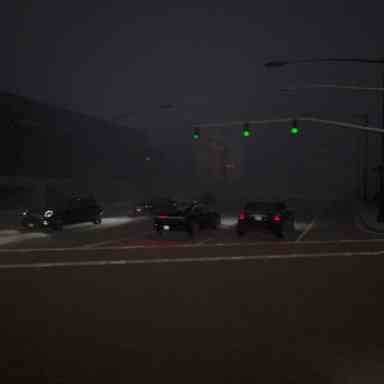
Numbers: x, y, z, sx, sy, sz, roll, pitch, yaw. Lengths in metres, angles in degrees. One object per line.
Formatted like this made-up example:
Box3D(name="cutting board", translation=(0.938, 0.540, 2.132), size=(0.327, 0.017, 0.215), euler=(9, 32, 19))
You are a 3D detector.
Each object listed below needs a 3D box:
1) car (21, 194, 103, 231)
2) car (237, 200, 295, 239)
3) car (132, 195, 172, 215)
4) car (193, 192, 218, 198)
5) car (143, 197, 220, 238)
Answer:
Box3D(name="car", translation=(-7.060, 1.047, 18.537), size=(2.097, 1.767, 4.553), euler=(1, 1, 24))
Box3D(name="car", translation=(3.825, 1.159, 16.633), size=(2.097, 1.767, 4.553), euler=(1, 1, 24))
Box3D(name="car", translation=(-3.001, 1.052, 27.435), size=(2.128, 1.511, 4.902), euler=(1, 2, 25))
Box3D(name="car", translation=(1.355, 0.782, 36.883), size=(2.128, 1.511, 4.902), euler=(1, 2, 25))
Box3D(name="car", translation=(-0.080, 1.271, 16.508), size=(2.128, 1.511, 4.902), euler=(1, 1, 24))
